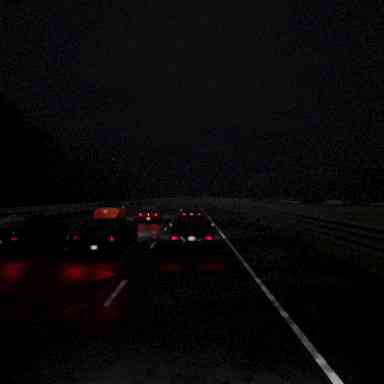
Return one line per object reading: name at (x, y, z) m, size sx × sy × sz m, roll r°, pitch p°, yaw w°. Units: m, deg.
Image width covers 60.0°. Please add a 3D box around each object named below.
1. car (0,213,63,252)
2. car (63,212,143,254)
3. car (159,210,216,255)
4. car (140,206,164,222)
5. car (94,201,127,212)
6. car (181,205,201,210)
car at (-7.004, 1.648, 14.387) m, size 1.812 × 1.442 × 4.674 m, roll 0°, pitch -1°, yaw 0°
car at (-3.503, 1.729, 14.119) m, size 1.895 × 1.301 × 4.718 m, roll 1°, pitch -1°, yaw 0°
car at (-0.011, 1.686, 14.002) m, size 2.033 × 1.411 × 5.357 m, roll 0°, pitch -1°, yaw 0°
car at (-3.523, 1.894, 29.117) m, size 1.895 × 1.301 × 4.718 m, roll 0°, pitch -1°, yaw 0°
car at (-7.022, 1.643, 29.076) m, size 2.097 × 1.767 × 4.553 m, roll 0°, pitch -1°, yaw 0°
car at (-0.025, 1.840, 29.001) m, size 2.033 × 1.411 × 5.357 m, roll 0°, pitch -1°, yaw 0°
